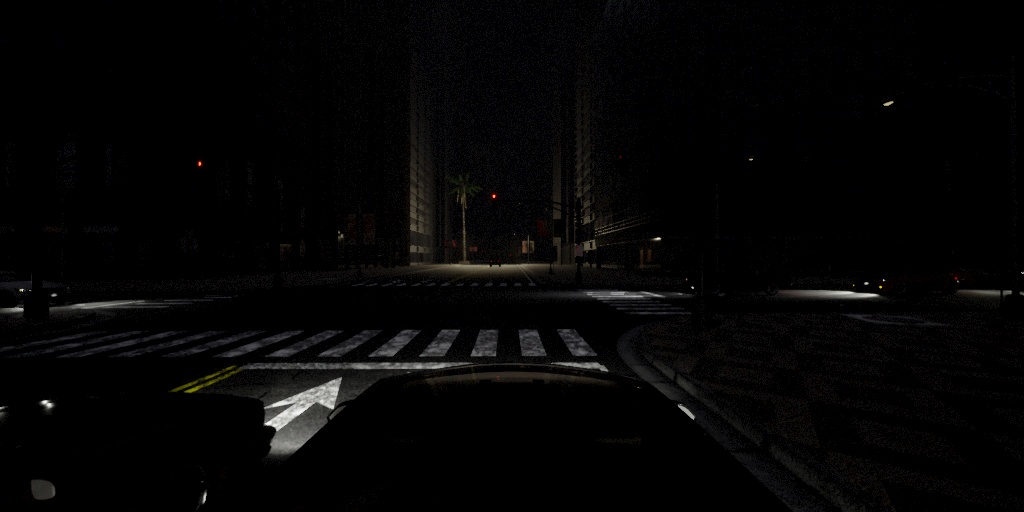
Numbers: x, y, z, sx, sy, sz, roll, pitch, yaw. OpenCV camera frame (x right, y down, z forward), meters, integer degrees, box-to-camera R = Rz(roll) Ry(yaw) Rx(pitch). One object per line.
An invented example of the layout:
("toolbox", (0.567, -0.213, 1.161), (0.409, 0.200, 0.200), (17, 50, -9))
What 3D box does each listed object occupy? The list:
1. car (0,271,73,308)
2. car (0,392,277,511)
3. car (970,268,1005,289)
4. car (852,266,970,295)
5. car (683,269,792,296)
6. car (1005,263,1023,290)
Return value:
("car", (-21.380, 1.357, 14.950), (4.674, 1.442, 1.812), (0, 0, 1))
("car", (-3.176, 1.297, 0.730), (2.033, 1.411, 5.357), (0, 0, 4))
("car", (26.424, 1.279, 21.739), (4.207, 1.307, 1.802), (0, 0, -1))
("car", (20.625, 1.256, 18.880), (4.181, 1.385, 1.994), (0, 0, -1))
("car", (11.616, 1.324, 18.728), (4.718, 1.301, 1.895), (0, 0, -1))
("car", (29.971, 1.016, 19.045), (4.553, 1.767, 2.097), (0, 0, -1))
